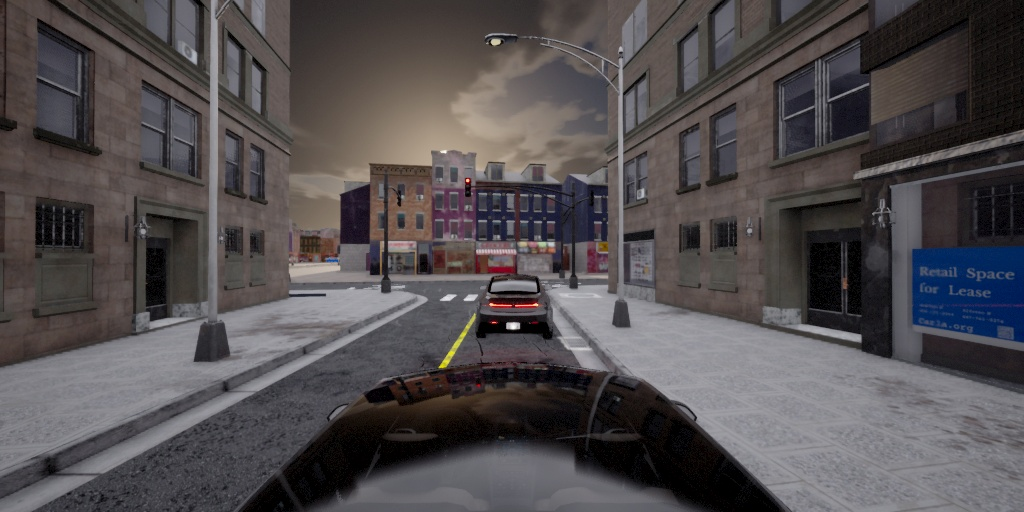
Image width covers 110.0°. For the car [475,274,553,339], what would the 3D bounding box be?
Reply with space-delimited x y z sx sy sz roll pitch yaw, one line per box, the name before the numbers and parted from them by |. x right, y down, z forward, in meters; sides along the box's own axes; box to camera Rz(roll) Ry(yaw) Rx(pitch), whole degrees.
car | 0.098 1.257 10.128 1.837 1.490 4.892 0 0 2
